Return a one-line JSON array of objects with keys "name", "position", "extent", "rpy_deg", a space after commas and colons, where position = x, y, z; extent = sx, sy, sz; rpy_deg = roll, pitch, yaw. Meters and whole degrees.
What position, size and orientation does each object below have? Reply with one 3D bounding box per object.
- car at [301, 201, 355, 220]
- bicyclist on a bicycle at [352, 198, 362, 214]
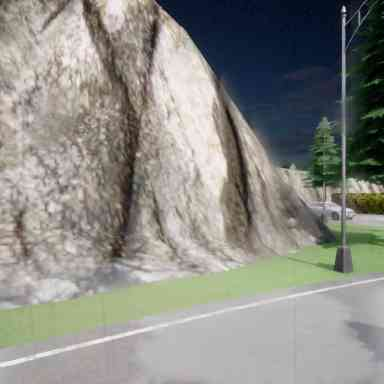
[{"name": "car", "position": [11.332, 1.526, 27.991], "extent": [1.812, 1.442, 4.674], "rpy_deg": [0, 0, -28]}, {"name": "bicyclist on a bicycle", "position": [16.507, 1.453, 33.370], "extent": [1.656, 1.620, 0.582], "rpy_deg": [0, 0, -28]}]
